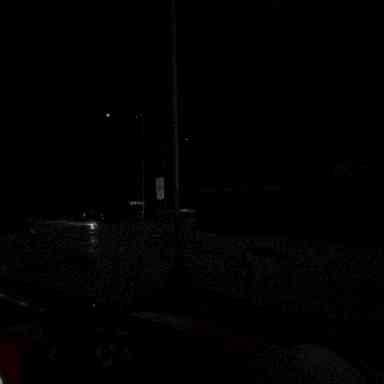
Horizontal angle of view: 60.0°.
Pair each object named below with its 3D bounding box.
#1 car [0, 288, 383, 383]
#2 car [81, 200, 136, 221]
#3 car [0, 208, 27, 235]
[{"bbox_3d":[-0.276,1.592,3.025,4.206,1.307,1.802,0,-1,36],"label":"car"},{"bbox_3d":[-6.651,1.469,26.890,1.837,1.490,4.892,-2,-1,36],"label":"car"},{"bbox_3d":[-10.940,1.226,15.874,2.150,2.045,5.566,-1,0,36],"label":"car"}]
